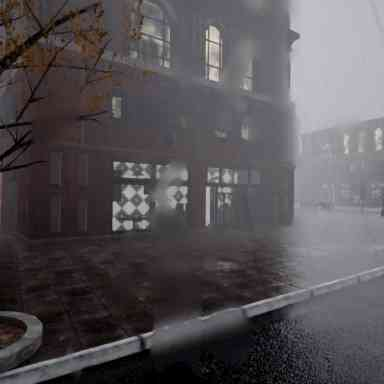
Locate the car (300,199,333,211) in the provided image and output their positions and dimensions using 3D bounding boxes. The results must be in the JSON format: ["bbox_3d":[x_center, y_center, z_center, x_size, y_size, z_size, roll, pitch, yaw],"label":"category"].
[{"bbox_3d":[15.548,1.617,41.673,2.008,1.369,4.403,1,-1,-28],"label":"car"}]
